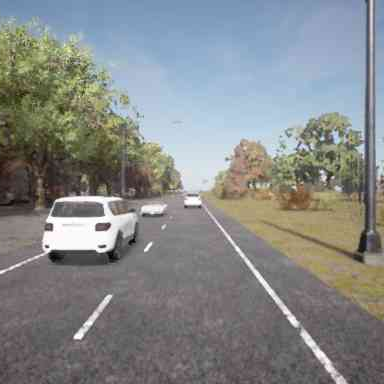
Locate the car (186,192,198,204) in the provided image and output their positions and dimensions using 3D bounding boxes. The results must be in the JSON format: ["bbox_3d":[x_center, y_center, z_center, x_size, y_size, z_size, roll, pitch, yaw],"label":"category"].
[{"bbox_3d":[0.019,0.985,59.734,2.150,2.045,5.566,0,0,0],"label":"car"}]

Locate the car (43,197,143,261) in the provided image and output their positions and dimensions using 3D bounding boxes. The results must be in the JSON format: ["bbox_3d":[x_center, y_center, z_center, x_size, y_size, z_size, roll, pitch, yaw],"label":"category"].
[{"bbox_3d":[-3.398,1.172,12.212,2.150,2.045,5.566,0,0,0],"label":"car"}]

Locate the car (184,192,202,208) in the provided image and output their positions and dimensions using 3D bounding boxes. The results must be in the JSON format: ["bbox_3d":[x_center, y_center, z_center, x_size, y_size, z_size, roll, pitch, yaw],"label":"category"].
[{"bbox_3d":[0.114,1.048,43.925,2.150,2.045,5.566,0,0,0],"label":"car"}]

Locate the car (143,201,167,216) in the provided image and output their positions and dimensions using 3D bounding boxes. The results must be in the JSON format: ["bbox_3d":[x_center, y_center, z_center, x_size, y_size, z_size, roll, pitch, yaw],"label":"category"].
[{"bbox_3d":[-3.343,1.478,30.489,1.895,1.301,4.718,0,0,1],"label":"car"}]
